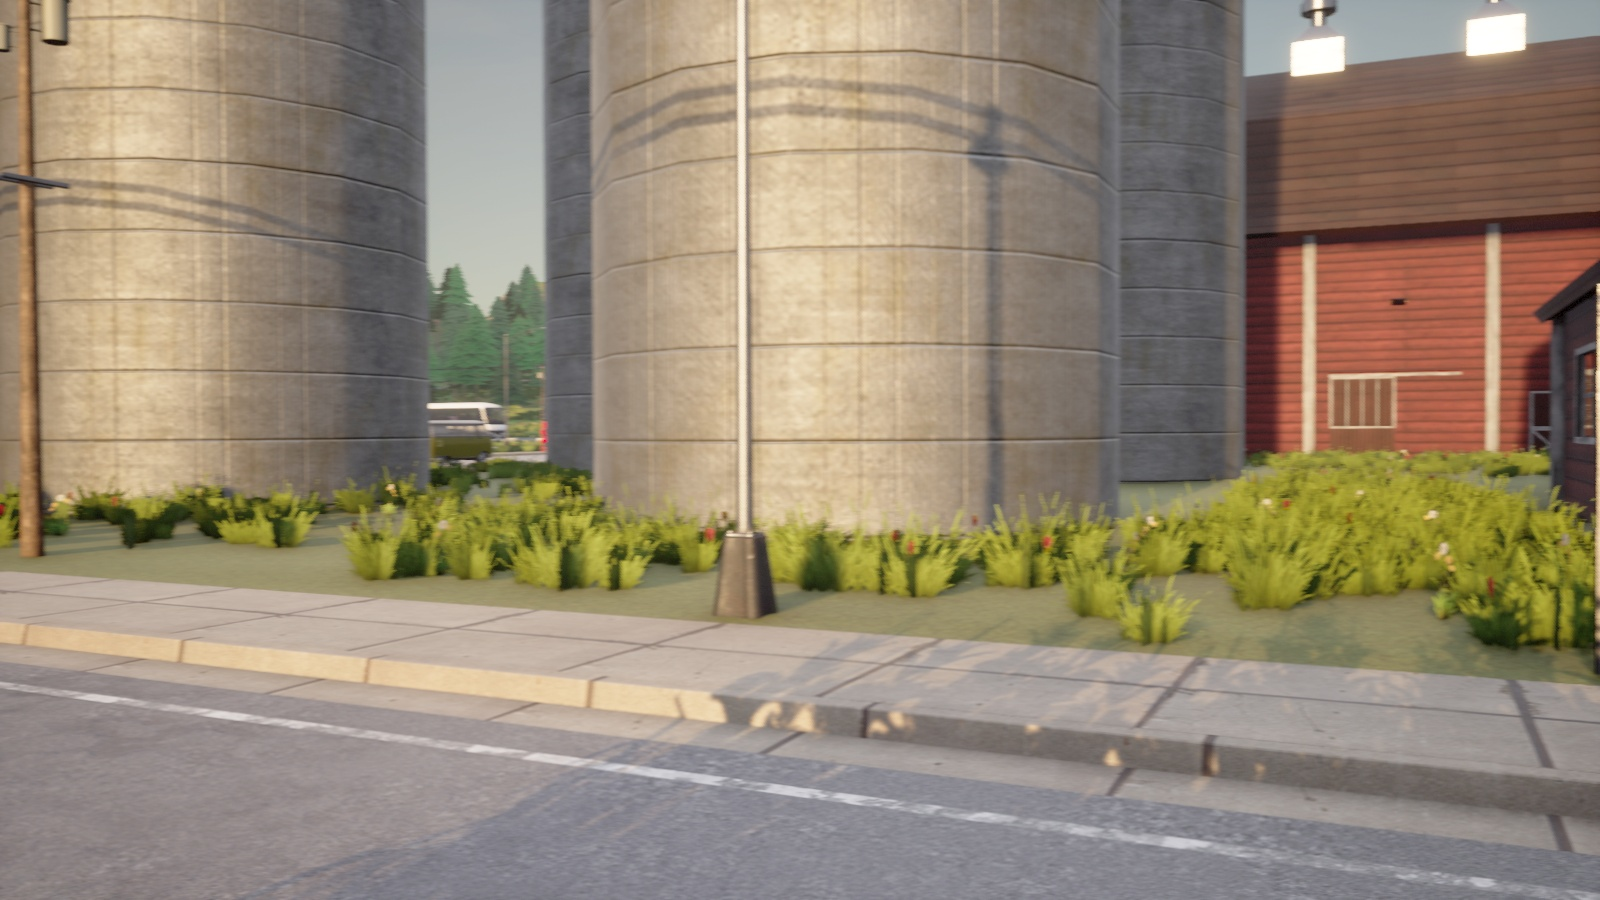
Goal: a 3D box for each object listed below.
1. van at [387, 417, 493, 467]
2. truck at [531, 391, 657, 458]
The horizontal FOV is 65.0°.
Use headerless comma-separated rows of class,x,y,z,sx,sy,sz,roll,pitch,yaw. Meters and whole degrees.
van,-14.923,-0.365,52.289,1.775,1.987,4.442,1,1,24
truck,-11.176,-1.372,68.939,2.891,3.462,7.936,1,1,24
